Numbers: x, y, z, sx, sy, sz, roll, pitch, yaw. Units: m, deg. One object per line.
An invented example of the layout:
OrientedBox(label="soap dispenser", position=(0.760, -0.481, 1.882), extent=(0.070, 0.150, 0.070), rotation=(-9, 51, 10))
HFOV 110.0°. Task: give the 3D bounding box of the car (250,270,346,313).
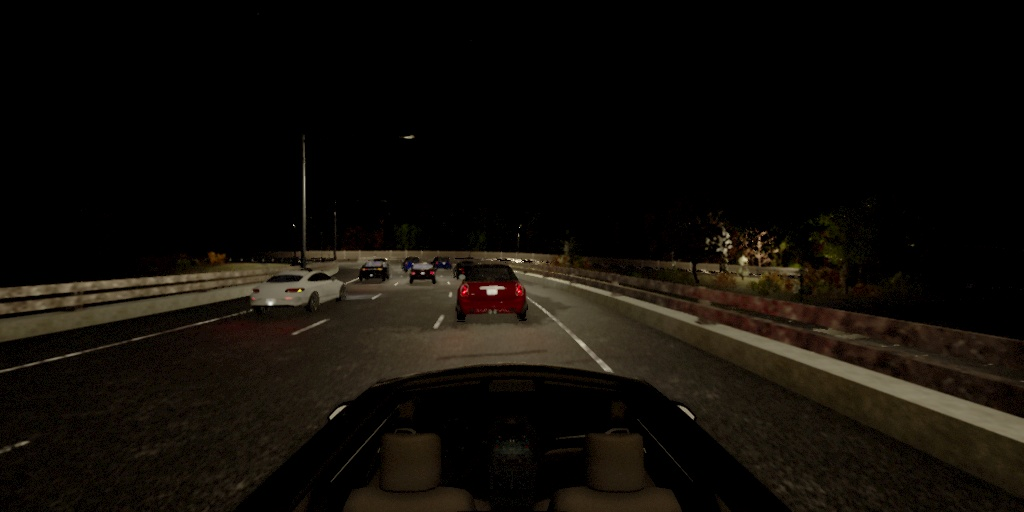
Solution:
OrientedBox(label="car", position=(-7.959, 1.241, 13.723), extent=(1.812, 1.442, 4.674), rotation=(0, 1, -7))

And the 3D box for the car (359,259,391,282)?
OrientedBox(label="car", position=(-10.489, 1.141, 27.587), extent=(2.128, 1.511, 4.902), rotation=(0, 0, -14))

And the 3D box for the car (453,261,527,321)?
OrientedBox(label="car", position=(-0.769, 1.046, 12.411), extent=(2.097, 1.767, 4.553), rotation=(0, 0, -5))

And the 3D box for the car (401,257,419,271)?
OrientedBox(label="car", position=(-12.092, 0.922, 43.215), extent=(2.097, 1.767, 4.553), rotation=(0, 0, -22))

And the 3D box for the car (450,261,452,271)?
OrientedBox(label="car", position=(-3.797, 1.138, 29.617), extent=(1.812, 1.442, 4.674), rotation=(0, 0, -15))

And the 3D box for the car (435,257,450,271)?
OrientedBox(label="car", position=(-8.889, 0.902, 44.604), extent=(2.097, 1.767, 4.553), rotation=(0, 0, -22))

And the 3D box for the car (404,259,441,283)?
OrientedBox(label="car", position=(-6.596, 1.187, 26.619), extent=(2.033, 1.411, 5.357), rotation=(0, 0, -13))
